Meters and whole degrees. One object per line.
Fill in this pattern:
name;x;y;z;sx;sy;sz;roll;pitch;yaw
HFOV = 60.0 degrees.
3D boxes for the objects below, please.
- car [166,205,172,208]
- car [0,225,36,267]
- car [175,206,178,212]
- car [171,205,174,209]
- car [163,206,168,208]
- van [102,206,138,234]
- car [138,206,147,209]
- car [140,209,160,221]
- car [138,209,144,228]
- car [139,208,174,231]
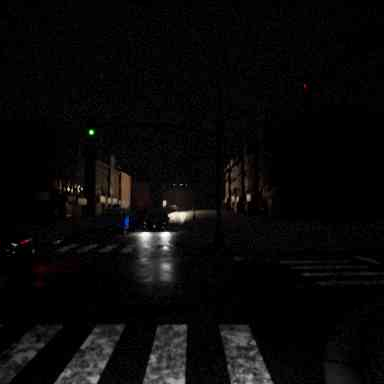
car;-5.395;3.727;64.322;1.887;1.381;4.507;1;-2;0
car;-8.030;1.864;11.363;4.892;1.490;1.837;0;2;-13
car;-5.415;4.594;85.466;2.008;1.369;4.403;1;-2;0
car;-5.397;3.833;69.612;1.967;1.590;4.097;1;-2;0
car;-5.386;3.355;53.748;1.802;1.307;4.206;2;-2;0
van;-5.352;2.050;24.309;1.690;1.788;3.998;2;-2;0
car;-5.358;2.315;32.610;2.192;1.841;5.009;2;-2;0
car;-5.375;2.924;43.175;1.887;1.381;4.507;2;-2;0
car;-5.361;2.375;27.620;2.008;1.369;4.403;2;-2;0
car;-2.745;2.325;26.694;1.837;1.490;4.892;0;-2;0
